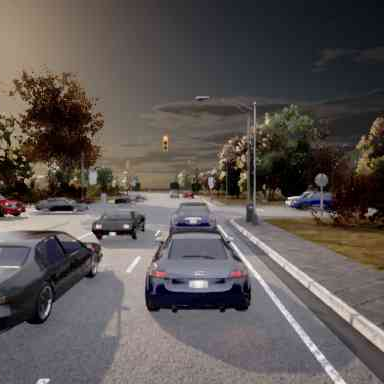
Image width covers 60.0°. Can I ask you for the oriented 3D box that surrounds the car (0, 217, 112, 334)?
[{"bbox_3d":[-3.414,1.527,7.024,2.033,1.411,5.357,0,0,-1],"label":"car"}]

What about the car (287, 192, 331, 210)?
[{"bbox_3d":[14.033,0.992,37.407,5.566,2.045,2.150,0,0,-3],"label":"car"}]

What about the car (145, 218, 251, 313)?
[{"bbox_3d":[0.084,1.540,7.712,1.994,1.385,4.181,0,0,-1],"label":"car"}]

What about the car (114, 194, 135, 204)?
[{"bbox_3d":[-10.772,1.266,52.161,1.895,1.301,4.718,0,0,0],"label":"car"}]

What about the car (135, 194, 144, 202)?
[{"bbox_3d":[-10.780,1.086,61.263,2.128,1.511,4.902,0,0,0],"label":"car"}]

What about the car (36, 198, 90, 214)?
[{"bbox_3d":[-12.444,1.300,32.111,4.902,1.511,2.128,0,0,-3],"label":"car"}]

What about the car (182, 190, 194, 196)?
[{"bbox_3d":[-0.746,0.562,83.432,2.150,2.045,5.566,0,1,-4],"label":"car"}]

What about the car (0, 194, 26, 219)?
[{"bbox_3d":[-16.630,1.062,27.458,5.566,2.045,2.150,0,0,11],"label":"car"}]

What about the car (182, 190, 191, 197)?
[{"bbox_3d":[-1.559,0.389,94.080,2.097,1.767,4.553,0,1,-7],"label":"car"}]

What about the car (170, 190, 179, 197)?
[{"bbox_3d":[-4.293,0.883,84.112,1.994,1.385,4.181,0,1,-4],"label":"car"}]

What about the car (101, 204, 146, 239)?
[{"bbox_3d":[-3.471,1.517,16.669,1.895,1.301,4.718,0,0,-1],"label":"car"}]

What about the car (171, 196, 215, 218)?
[{"bbox_3d":[0.049,1.270,16.345,2.097,1.767,4.553,0,0,0],"label":"car"}]

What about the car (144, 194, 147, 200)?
[{"bbox_3d":[-10.820,1.092,71.219,1.895,1.301,4.718,0,1,-1],"label":"car"}]
